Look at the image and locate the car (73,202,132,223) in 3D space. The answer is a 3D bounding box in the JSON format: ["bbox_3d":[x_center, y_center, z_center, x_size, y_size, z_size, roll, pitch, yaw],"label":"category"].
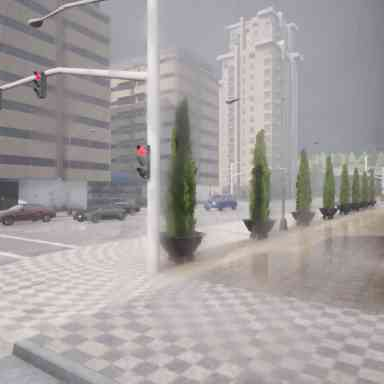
[{"bbox_3d":[-7.122,1.619,26.100,1.994,1.385,4.181,0,0,35],"label":"car"}]

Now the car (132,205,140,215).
[{"bbox_3d":[-7.248,1.656,32.089,1.895,1.301,4.718,0,0,35],"label":"car"}]

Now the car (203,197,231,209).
[{"bbox_3d":[3.625,1.560,47.820,1.837,1.490,4.892,0,0,35],"label":"car"}]

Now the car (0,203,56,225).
[{"bbox_3d":[-12.391,1.581,24.582,1.812,1.442,4.674,0,0,34],"label":"car"}]

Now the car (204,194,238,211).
[{"bbox_3d":[3.716,1.277,41.812,2.150,2.045,5.566,0,0,35],"label":"car"}]
